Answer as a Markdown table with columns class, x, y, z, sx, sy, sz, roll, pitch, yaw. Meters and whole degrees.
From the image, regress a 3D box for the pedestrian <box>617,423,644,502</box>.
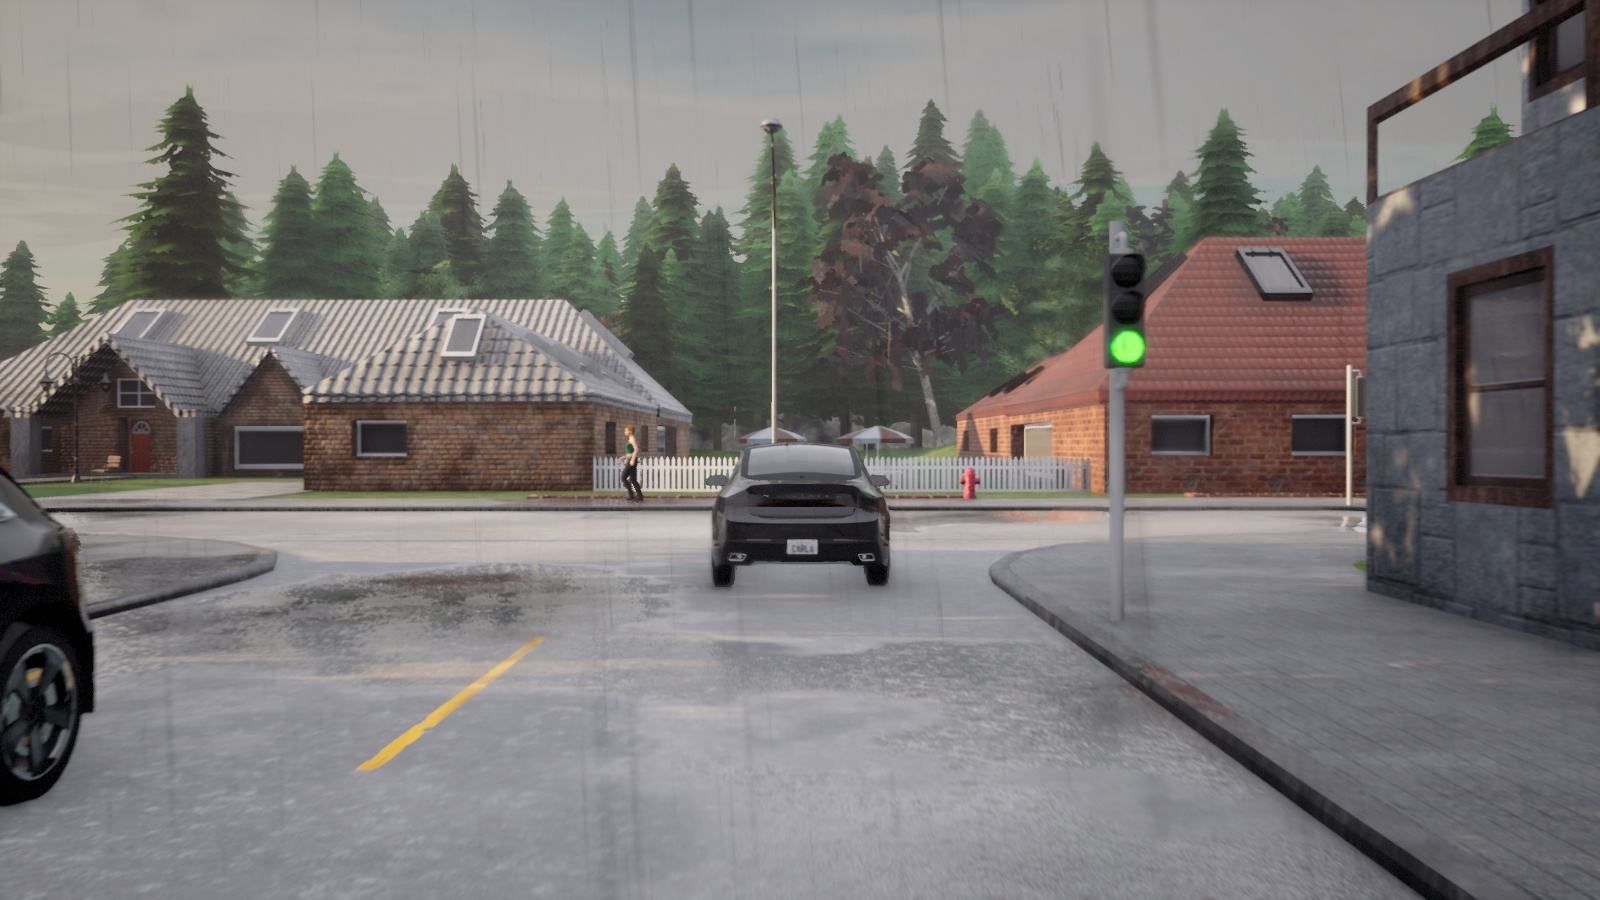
| class | x | y | z | sx | sy | sz | roll | pitch | yaw |
| --- | --- | --- | --- | --- | --- | --- | --- | --- | --- |
| pedestrian | -3.994 | 0.288 | 29.558 | 0.594 | 1.836 | 0.345 | 0 | 0 | 0 |

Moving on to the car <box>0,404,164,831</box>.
| class | x | y | z | sx | sy | sz | roll | pitch | yaw |
| --- | --- | --- | --- | --- | --- | --- | --- | --- | --- |
| car | -4.065 | 0.654 | 3.763 | 2.033 | 1.649 | 4.856 | 0 | 0 | -3 |

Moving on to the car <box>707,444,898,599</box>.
| class | x | y | z | sx | sy | sz | roll | pitch | yaw |
| --- | --- | --- | --- | --- | --- | --- | --- | --- | --- |
| car | -0.024 | 0.674 | 14.520 | 1.837 | 1.490 | 4.892 | 0 | 0 | -1 |
